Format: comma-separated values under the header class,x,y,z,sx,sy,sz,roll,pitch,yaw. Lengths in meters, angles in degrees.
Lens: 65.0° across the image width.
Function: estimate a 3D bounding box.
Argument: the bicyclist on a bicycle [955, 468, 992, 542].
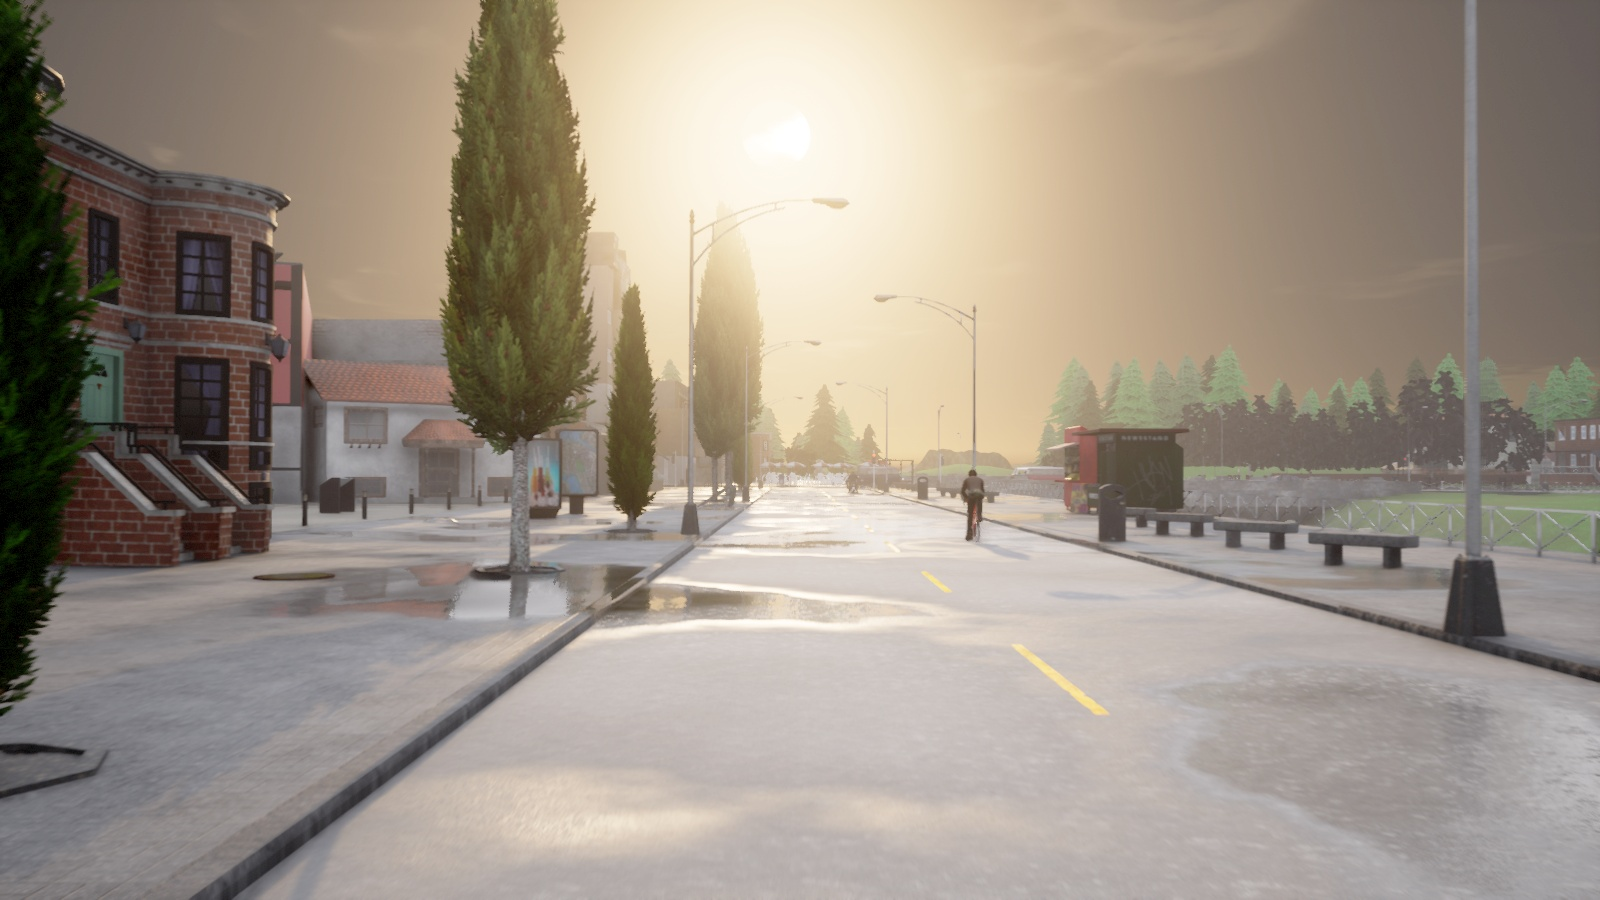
class,x,y,z,sx,sy,sz,roll,pitch,yaw
bicyclist on a bicycle,3.925,1.228,28.465,0.582,1.620,1.656,0,-1,0
